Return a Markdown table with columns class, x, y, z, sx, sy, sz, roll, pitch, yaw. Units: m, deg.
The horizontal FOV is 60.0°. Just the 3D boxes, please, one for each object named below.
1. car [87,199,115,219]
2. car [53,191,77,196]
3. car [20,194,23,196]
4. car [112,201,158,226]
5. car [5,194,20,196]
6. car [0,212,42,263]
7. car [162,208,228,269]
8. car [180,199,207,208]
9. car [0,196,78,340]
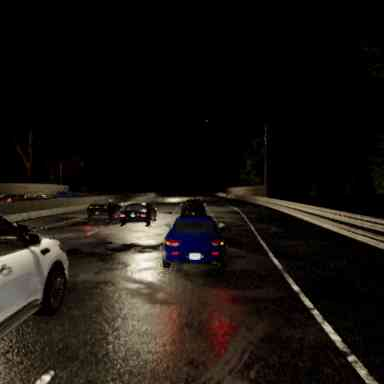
| class | x | y | z | sx | sy | sz | roll | pitch | yaw |
| --- | --- | --- | --- | --- | --- | --- | --- | --- | --- |
| car | -6.909 | 1.305 | 26.661 | 2.128 | 1.511 | 4.902 | 0 | 0 | 0 |
| car | -17.565 | 0.919 | 45.798 | 2.150 | 2.045 | 5.566 | 0 | 0 | 0 |
| car | -21.063 | 1.261 | 45.369 | 1.994 | 1.385 | 4.181 | 0 | 0 | 0 |
| car | -3.427 | 1.394 | 21.846 | 2.033 | 1.411 | 5.357 | 0 | 0 | 0 |
| car | -24.561 | 1.048 | 45.236 | 2.097 | 1.767 | 4.553 | 0 | 0 | 0 |
| car | -6.915 | 1.485 | 10.979 | 1.994 | 1.385 | 4.181 | 0 | 0 | 0 |
| car | 0.086 | 1.448 | 10.760 | 1.812 | 1.442 | 4.674 | 0 | 0 | 0 |
| car | 0.093 | 1.317 | 26.959 | 1.837 | 1.490 | 4.892 | 0 | 0 | 0 |
| car | -3.451 | 1.193 | 4.178 | 2.150 | 2.045 | 5.566 | 0 | 1 | -1 |
